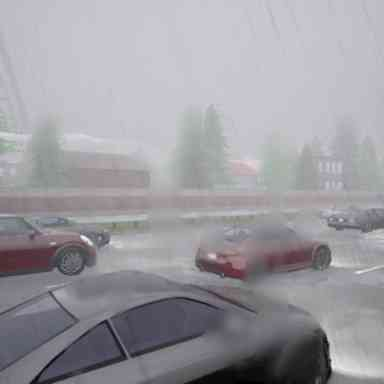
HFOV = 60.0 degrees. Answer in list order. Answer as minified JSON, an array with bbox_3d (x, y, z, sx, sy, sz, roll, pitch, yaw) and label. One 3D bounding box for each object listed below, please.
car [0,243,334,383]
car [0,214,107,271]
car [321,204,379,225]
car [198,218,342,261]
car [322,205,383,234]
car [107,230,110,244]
[{"bbox_3d":[-0.426,1.568,3.442,4.181,1.385,1.994,0,0,-36],"label":"car"},{"bbox_3d":[-4.915,1.356,8.838,4.553,1.767,2.097,0,0,-36],"label":"car"},{"bbox_3d":[12.048,1.661,25.239,4.718,1.301,1.895,0,0,-36],"label":"car"},{"bbox_3d":[2.138,1.582,9.571,4.181,1.385,1.994,0,0,-36],"label":"car"},{"bbox_3d":[10.167,1.596,19.597,5.357,1.411,2.033,0,0,-36],"label":"car"},{"bbox_3d":[-5.334,1.573,12.837,4.181,1.385,1.994,0,0,-35],"label":"car"}]
